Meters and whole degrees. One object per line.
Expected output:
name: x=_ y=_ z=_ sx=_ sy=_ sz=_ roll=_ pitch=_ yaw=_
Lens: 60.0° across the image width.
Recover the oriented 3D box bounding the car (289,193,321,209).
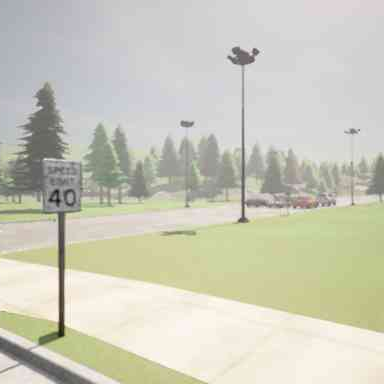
car: x=15.450 y=1.359 z=45.352 sx=2.097 sy=1.767 sz=4.553 roll=0 pitch=0 yaw=37

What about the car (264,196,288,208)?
car: x=12.410 y=1.612 z=47.139 sx=1.895 sy=1.301 sz=4.718 roll=0 pitch=0 yaw=37

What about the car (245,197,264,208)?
car: x=9.583 y=1.506 z=49.207 sx=2.128 sy=1.511 sz=4.902 roll=0 pitch=0 yaw=38

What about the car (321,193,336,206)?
car: x=21.398 y=1.227 z=53.328 sx=2.150 sy=2.045 sz=5.566 roll=0 pitch=0 yaw=37

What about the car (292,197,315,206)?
car: x=18.586 y=1.557 z=55.412 sx=2.033 sy=1.411 sz=5.357 roll=0 pitch=0 yaw=37
